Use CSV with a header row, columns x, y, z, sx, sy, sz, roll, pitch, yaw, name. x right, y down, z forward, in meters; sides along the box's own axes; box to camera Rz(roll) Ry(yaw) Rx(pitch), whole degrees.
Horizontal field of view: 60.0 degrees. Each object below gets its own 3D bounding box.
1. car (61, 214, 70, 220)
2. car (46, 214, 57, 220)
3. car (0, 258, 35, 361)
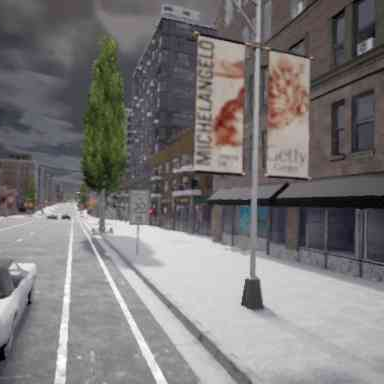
x,y,z,sx,sy,sz,roll,pitch,yaw,name
-30.856,6.076,81.195,1.837,1.490,4.892,3,-5,-19,car
-34.071,6.063,80.528,1.895,1.301,4.718,3,-5,-19,car
-3.986,1.830,5.924,1.895,1.301,4.718,3,-3,-20,car
